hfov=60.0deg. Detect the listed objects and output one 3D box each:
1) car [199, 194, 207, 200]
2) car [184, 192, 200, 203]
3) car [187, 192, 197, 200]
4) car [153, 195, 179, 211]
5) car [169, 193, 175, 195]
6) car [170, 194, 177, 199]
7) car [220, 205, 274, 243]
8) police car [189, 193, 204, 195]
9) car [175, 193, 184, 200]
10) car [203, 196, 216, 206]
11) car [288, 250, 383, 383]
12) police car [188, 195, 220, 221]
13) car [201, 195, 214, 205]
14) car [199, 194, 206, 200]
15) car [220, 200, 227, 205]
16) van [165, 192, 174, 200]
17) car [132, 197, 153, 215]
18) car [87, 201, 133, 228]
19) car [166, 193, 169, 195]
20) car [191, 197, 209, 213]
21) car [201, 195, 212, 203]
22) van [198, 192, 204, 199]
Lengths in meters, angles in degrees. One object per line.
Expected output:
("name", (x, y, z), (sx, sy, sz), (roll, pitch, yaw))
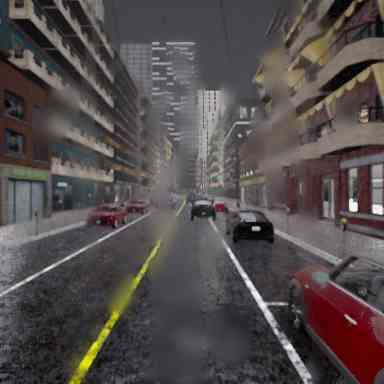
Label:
("car", (2.588, 1.203, 78.178), (1.752, 1.417, 4.829), (0, 0, 0))
("car", (0.013, 1.085, 62.127), (2.097, 1.767, 4.553), (0, 0, 0))
("car", (0.016, 0.942, 77.128), (2.097, 1.767, 4.553), (0, 0, 0))
("car", (-2.837, 1.395, 36.852), (1.994, 1.385, 4.181), (0, 0, 0))
("car", (-5.294, 1.241, 72.311), (1.887, 1.381, 4.507), (1, 0, 0))
("car", (-5.290, 1.175, 95.069), (1.887, 1.381, 4.507), (0, 0, 0))
("car", (2.575, 1.491, 15.423), (1.947, 1.339, 4.313), (1, 0, 0))
("police car", (0.833, 1.235, 42.213), (1.930, 1.638, 5.238), (0, 0, 0))
("car", (-2.734, 1.055, 77.349), (1.812, 1.442, 4.674), (0, 0, 0))
("car", (2.582, 1.363, 49.561), (1.802, 1.307, 4.206), (1, 0, 0))
("car", (2.575, 1.420, 4.043), (1.967, 1.590, 4.097), (1, 0, 0))
("police car", (0.830, 1.302, 26.213), (1.930, 1.638, 5.238), (0, 0, 0))
("car", (2.583, 1.303, 55.251), (1.887, 1.381, 4.507), (1, 0, 0))
("car", (2.588, 1.243, 83.697), (1.802, 1.307, 4.206), (0, 0, 0))
("car", (2.578, 1.431, 32.491), (1.802, 1.307, 4.206), (1, 0, 0))
("van", (-5.291, 1.020, 77.998), (1.690, 1.788, 3.998), (1, 0, 0))
("car", (-5.301, 1.394, 32.481), (1.887, 1.381, 4.507), (1, 0, 0))
("car", (-5.304, 1.444, 21.103), (1.887, 1.381, 4.507), (1, 0, 0))
("car", (-5.297, 1.285, 55.071), (1.752, 1.417, 4.829), (1, 0, 0))
("car", (0.832, 1.340, 36.104), (1.837, 1.490, 4.892), (0, 0, 0))
("car", (2.584, 1.282, 60.940), (1.887, 1.381, 4.507), (1, 0, 0))
("van", (2.592, 0.971, 95.076), (1.690, 1.788, 3.998), (0, 0, 0))
